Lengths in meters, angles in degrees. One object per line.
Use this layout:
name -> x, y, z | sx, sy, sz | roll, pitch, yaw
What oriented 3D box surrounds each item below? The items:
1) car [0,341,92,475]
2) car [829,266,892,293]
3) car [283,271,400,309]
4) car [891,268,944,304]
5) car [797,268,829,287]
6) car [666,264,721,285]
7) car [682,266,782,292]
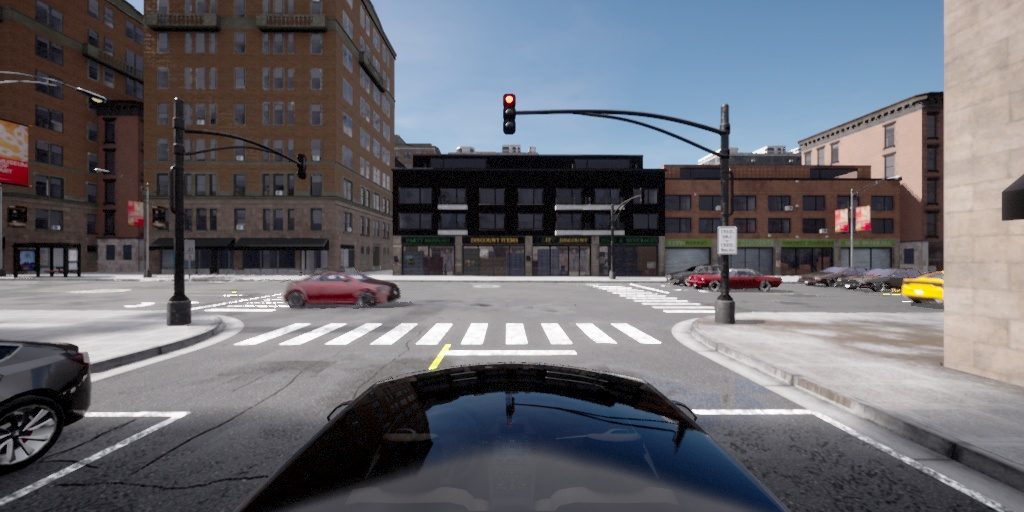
car -> -5.388, 1.315, 2.073 | 1.948, 1.339, 4.313 | 0, 0, -1
car -> 22.718, 1.415, 21.450 | 5.357, 1.411, 2.033 | 0, 0, -1
car -> -6.694, 1.284, 14.354 | 4.181, 1.385, 1.994 | 0, 0, -1
car -> 19.122, 1.328, 14.700 | 5.008, 1.535, 1.882 | 0, 0, -1
car -> 22.905, 1.415, 24.706 | 5.357, 1.411, 2.033 | 0, 0, -1
car -> 13.161, 1.322, 24.573 | 4.892, 1.490, 1.837 | 0, 0, -1
car -> 13.071, 1.418, 21.323 | 4.718, 1.301, 1.895 | 0, 0, -1
